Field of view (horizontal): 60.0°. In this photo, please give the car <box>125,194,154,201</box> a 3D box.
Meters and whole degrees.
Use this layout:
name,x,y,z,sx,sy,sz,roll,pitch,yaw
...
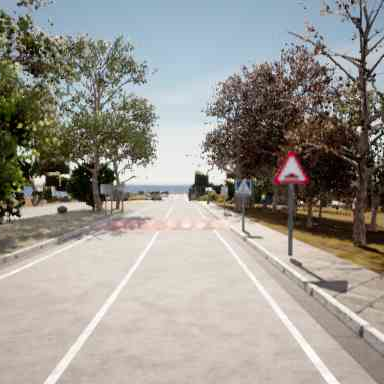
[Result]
name,x,y,z,sx,sy,sz,roll,pitch,yaw
car,-12.101,1.513,77.010,5.366,1.575,1.946,0,-1,-2

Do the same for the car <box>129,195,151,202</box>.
name,x,y,z,sx,sy,sz,roll,pitch,yaw
car,-12.369,1.577,79.772,4.892,1.521,2.231,0,-1,-2

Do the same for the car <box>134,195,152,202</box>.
name,x,y,z,sx,sy,sz,roll,pitch,yaw
car,-12.550,1.596,85.320,4.553,1.767,2.185,0,-2,-2

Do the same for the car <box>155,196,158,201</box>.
name,x,y,z,sx,sy,sz,roll,pitch,yaw
car,-12.568,1.551,88.095,5.566,2.045,2.435,0,-2,-2
